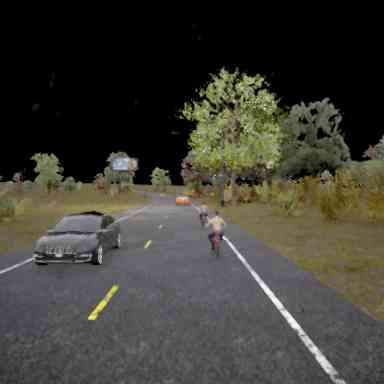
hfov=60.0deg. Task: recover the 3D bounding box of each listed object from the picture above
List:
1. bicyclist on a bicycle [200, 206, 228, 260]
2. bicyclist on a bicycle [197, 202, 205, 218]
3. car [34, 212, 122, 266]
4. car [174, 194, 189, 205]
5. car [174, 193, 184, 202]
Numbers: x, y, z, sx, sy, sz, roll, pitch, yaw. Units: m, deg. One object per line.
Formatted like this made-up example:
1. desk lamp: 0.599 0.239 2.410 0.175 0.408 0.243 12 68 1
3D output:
1. bicyclist on a bicycle: 0.838 1.419 11.441 0.866 1.612 1.509 0 0 0
2. bicyclist on a bicycle: 0.724 1.401 20.863 0.866 1.612 1.509 0 0 -2
3. car: -3.701 1.489 11.580 1.837 1.490 4.892 0 0 -1
4. car: -1.559 1.238 55.452 2.097 1.767 4.553 0 0 -3
5. car: -2.839 1.188 73.447 2.097 1.767 4.553 0 0 -5
